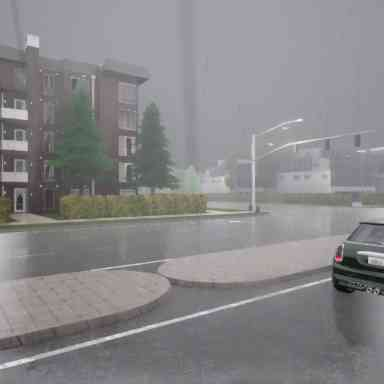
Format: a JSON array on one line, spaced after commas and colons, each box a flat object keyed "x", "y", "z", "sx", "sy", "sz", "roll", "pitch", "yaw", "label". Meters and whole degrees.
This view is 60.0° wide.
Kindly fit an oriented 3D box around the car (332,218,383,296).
[{"x": 5.272, "y": 1.352, "z": 7.629, "sx": 4.553, "sy": 1.767, "sz": 2.097, "roll": 0, "pitch": 0, "yaw": -35, "label": "car"}]
